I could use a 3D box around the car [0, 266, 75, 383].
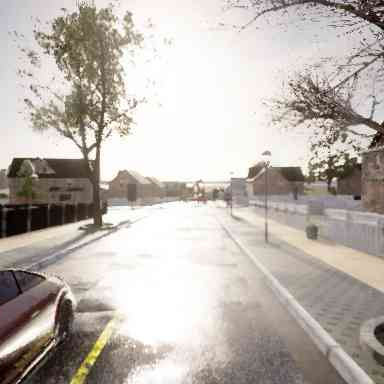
[{"bbox_3d":[-2.835,1.572,3.575,1.994,1.385,4.181,0,0,0],"label":"car"}]

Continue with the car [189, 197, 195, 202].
[{"bbox_3d":[0.235,1.997,95.129,2.033,1.411,5.357,0,-1,4],"label":"car"}]

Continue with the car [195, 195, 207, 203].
[{"bbox_3d":[2.559,1.890,87.923,2.150,2.045,5.566,0,-1,3],"label":"car"}]
